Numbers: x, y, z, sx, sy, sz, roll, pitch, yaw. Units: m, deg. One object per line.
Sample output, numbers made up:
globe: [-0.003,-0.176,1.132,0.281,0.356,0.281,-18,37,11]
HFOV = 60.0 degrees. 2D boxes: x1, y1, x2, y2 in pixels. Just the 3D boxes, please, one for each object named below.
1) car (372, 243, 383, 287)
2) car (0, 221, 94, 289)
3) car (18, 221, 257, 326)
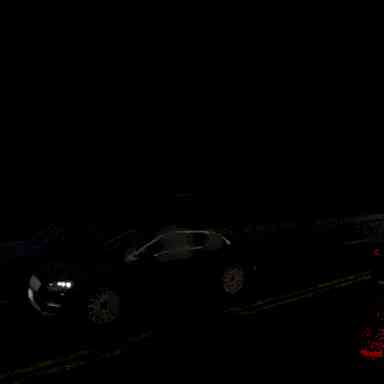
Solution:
car: [6.244,1.453,7.892,5.008,1.535,1.882,0,0,-35]
car: [-3.264,1.539,9.342,5.357,1.411,2.033,0,0,-35]
car: [-0.767,1.482,7.130,4.902,1.511,2.128,0,0,-35]
